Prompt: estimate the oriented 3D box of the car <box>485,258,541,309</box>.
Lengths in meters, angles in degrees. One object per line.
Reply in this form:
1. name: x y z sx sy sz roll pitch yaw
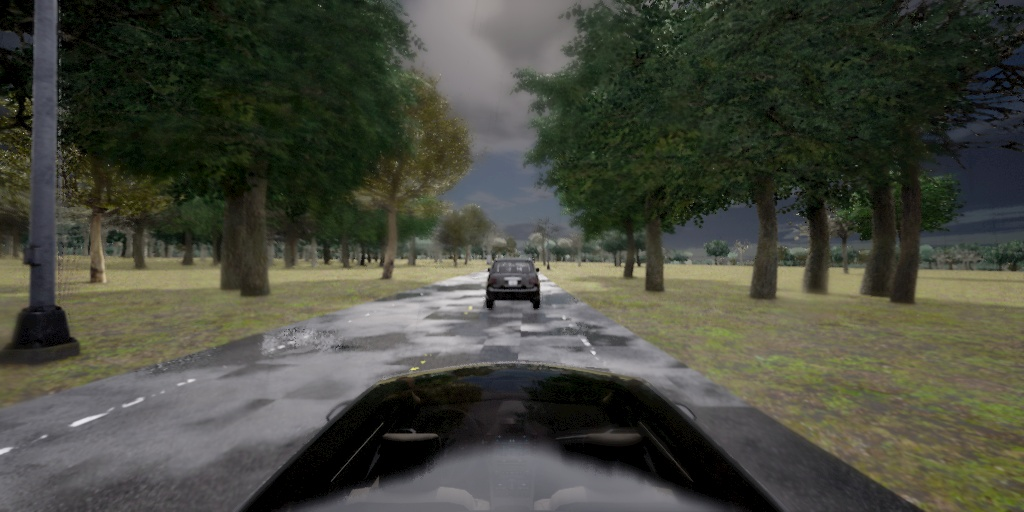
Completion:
1. car: 0.062 1.106 15.852 2.150 2.045 5.566 0 0 1
